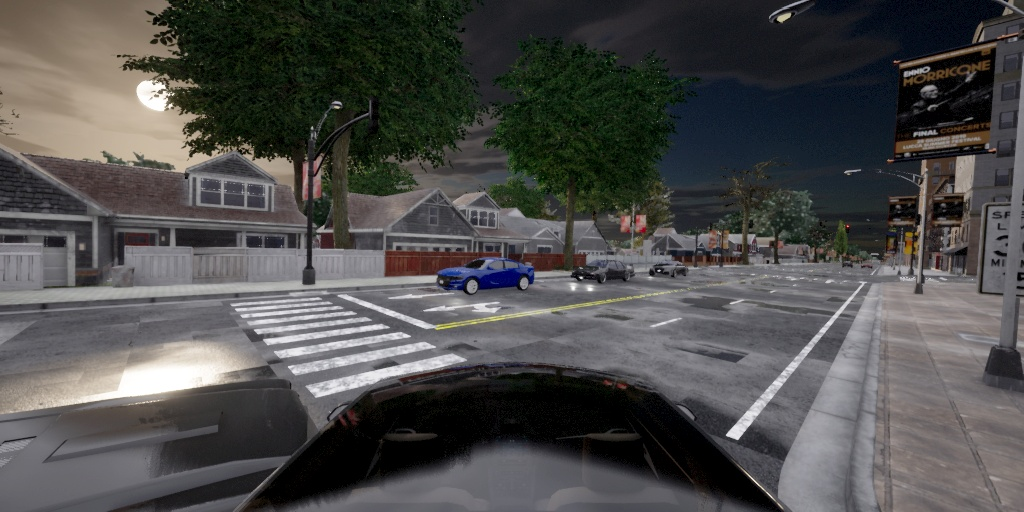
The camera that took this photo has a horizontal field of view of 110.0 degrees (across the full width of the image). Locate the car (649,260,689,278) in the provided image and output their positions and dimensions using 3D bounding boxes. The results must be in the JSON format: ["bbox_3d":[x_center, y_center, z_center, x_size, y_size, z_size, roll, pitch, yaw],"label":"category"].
[{"bbox_3d":[13.293,1.019,30.303,4.181,1.385,1.994,0,2,-44],"label":"car"}]

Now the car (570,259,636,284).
[{"bbox_3d":[6.085,0.939,23.393,5.357,1.411,2.033,0,2,-44],"label":"car"}]

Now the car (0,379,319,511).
[{"bbox_3d":[-3.311,1.287,1.302,4.718,1.301,1.895,1,2,-34],"label":"car"}]

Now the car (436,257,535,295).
[{"bbox_3d":[-1.092,0.810,16.484,5.008,1.535,1.882,0,2,-44],"label":"car"}]
